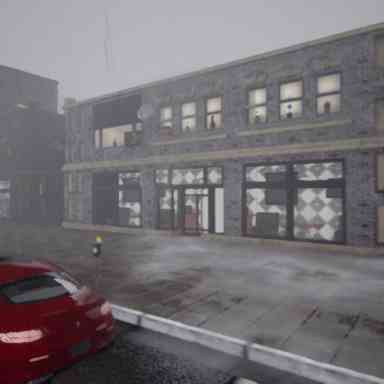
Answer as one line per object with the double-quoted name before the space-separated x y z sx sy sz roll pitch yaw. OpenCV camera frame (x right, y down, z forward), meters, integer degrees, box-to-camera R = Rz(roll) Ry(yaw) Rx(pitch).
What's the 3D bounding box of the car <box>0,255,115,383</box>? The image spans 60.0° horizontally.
"car" -2.947 1.631 4.966 4.206 1.307 1.802 -1 0 35
